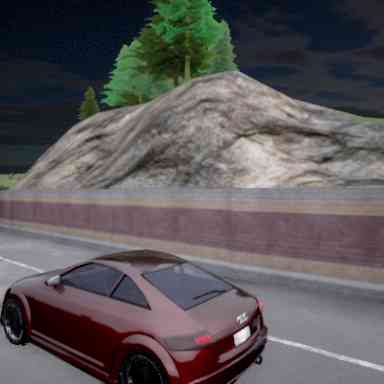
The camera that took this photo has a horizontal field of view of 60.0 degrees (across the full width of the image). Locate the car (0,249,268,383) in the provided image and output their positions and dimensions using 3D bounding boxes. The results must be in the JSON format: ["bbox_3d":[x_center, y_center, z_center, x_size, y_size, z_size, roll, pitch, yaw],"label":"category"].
[{"bbox_3d":[-1.038,1.576,4.927,4.181,1.385,1.994,0,0,37],"label":"car"}]
